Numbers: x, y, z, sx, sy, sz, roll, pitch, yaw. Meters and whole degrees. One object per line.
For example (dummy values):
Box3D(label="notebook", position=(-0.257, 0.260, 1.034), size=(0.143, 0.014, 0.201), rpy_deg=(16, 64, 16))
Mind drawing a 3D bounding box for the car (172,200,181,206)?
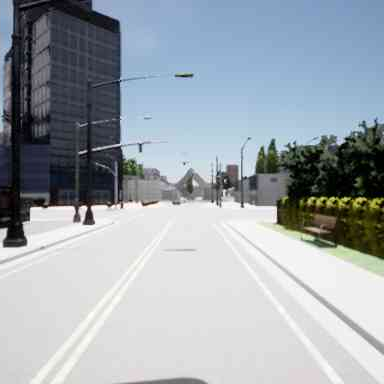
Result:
Box3D(label="car", position=(-3.487, 2.407, 76.116), size=(1.895, 1.301, 4.718), rpy_deg=(0, -1, 0))
